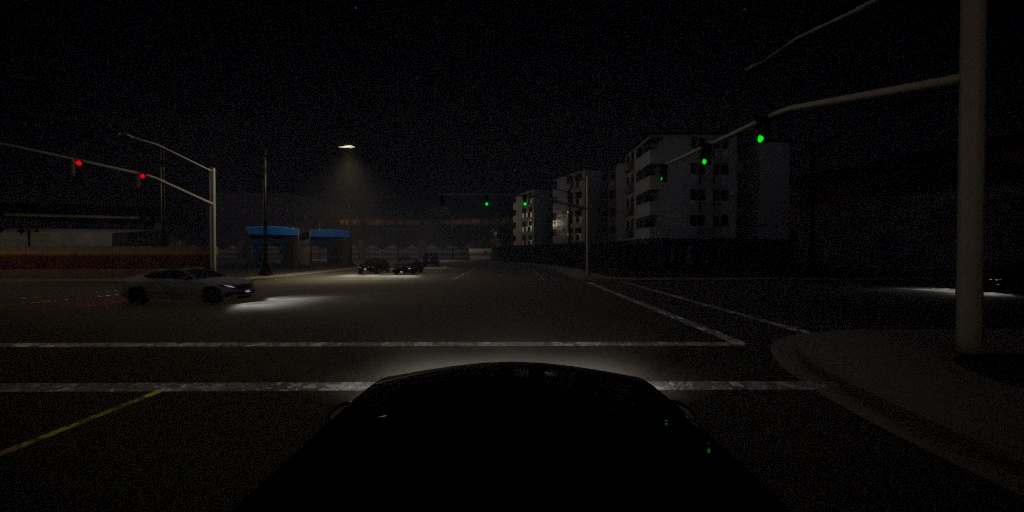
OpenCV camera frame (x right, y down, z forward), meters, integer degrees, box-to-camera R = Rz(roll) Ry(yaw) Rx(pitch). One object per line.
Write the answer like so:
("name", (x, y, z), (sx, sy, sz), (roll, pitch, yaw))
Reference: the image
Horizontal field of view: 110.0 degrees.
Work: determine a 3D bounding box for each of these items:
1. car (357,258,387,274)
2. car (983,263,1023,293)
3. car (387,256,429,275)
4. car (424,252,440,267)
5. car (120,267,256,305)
("car", (-13.477, 0.955, 35.276), (1.837, 1.490, 4.892), (0, 1, 0))
("car", (27.134, 1.138, 19.168), (4.892, 1.490, 1.837), (0, 1, -1))
("car", (-9.944, 1.003, 34.824), (2.033, 1.411, 5.357), (0, 1, 0))
("car", (-11.531, 0.488, 51.256), (2.150, 2.045, 5.566), (0, 1, -16))
("car", (-13.289, 1.178, 14.816), (4.674, 1.442, 1.812), (0, 1, -1))
